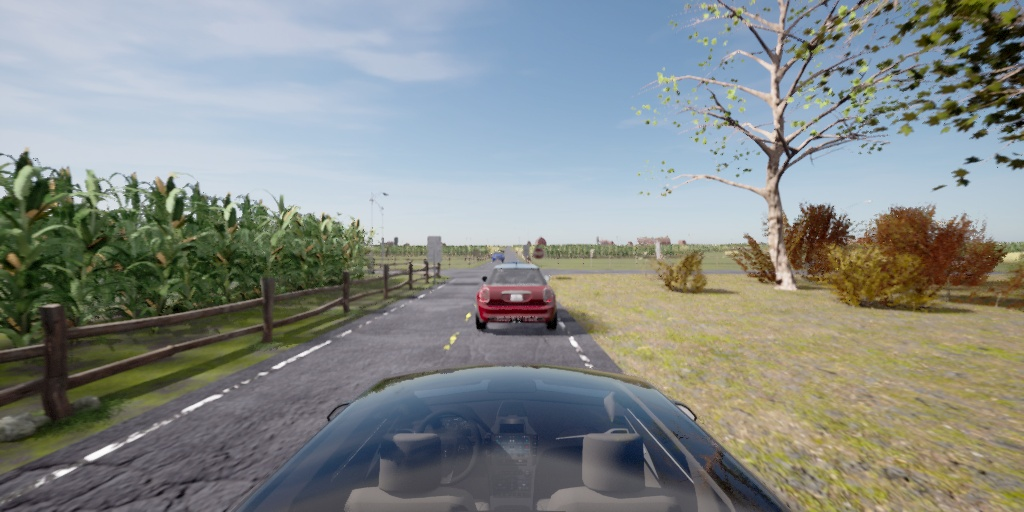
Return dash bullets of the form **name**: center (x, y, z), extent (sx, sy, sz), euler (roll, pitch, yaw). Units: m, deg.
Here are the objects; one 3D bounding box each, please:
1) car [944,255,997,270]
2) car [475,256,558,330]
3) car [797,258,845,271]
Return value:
- **car**: center (49.125, 0.638, 38.543), extent (4.674, 1.442, 1.812), euler (0, 1, 0)
- **car**: center (0.108, 1.003, 10.908), extent (2.097, 1.767, 4.553), euler (0, 1, 0)
- **car**: center (33.418, 0.920, 38.612), extent (4.892, 1.490, 1.837), euler (0, 1, 0)
